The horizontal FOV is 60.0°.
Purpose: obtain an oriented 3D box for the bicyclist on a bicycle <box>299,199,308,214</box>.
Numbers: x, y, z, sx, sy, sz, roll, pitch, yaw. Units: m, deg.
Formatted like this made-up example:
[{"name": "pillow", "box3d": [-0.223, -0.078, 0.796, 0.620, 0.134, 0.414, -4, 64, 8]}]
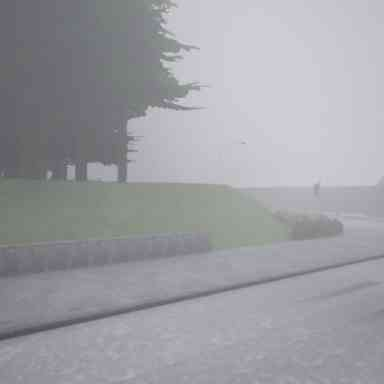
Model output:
[{"name": "bicyclist on a bicycle", "box3d": [12.781, 1.680, 38.200, 1.656, 1.620, 0.582, 0, 0, -36]}]
